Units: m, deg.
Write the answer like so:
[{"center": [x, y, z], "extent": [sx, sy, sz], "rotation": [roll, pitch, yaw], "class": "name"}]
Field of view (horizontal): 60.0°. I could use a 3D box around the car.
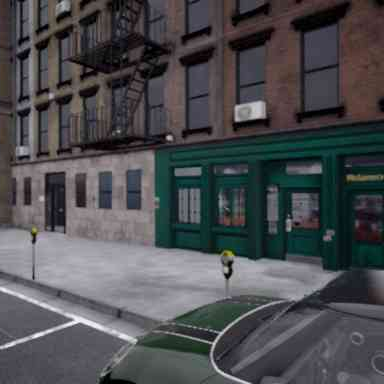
[{"center": [1.361, 1.355, 2.206], "extent": [4.553, 1.767, 2.097], "rotation": [0, 0, 38], "class": "car"}]
